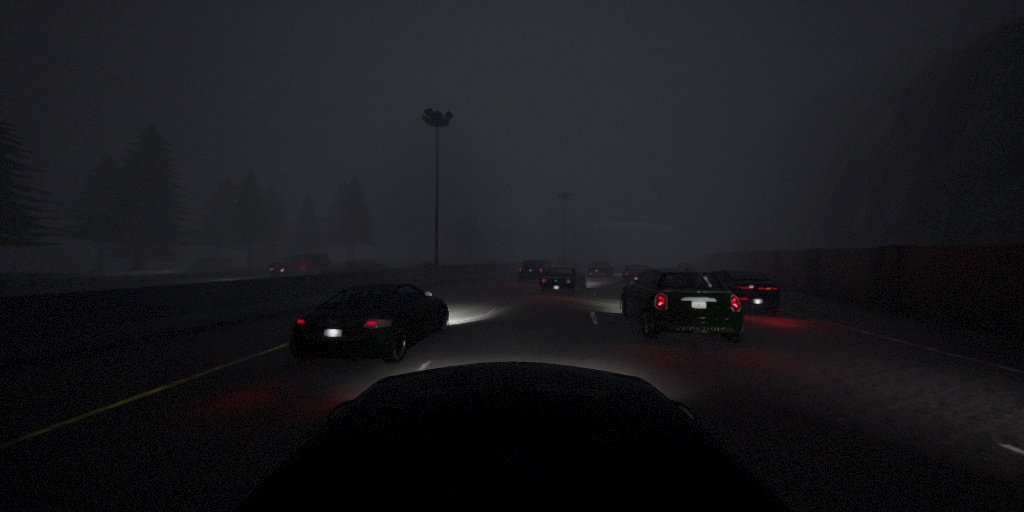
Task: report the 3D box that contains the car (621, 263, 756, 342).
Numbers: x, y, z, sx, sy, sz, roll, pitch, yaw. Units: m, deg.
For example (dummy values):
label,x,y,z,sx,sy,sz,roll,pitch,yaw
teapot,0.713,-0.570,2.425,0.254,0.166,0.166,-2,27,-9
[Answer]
label,x,y,z,sx,sy,sz,roll,pitch,yaw
car,4.442,1.100,10.091,2.097,1.767,4.553,0,0,8

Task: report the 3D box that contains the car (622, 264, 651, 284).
label,x,y,z,sx,sy,sz,roll,pitch,yaw
car,9.632,1.318,27.537,1.895,1.301,4.718,0,0,22

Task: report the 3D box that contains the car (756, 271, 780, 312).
label,x,y,z,sx,sy,sz,roll,pitch,yaw
car,8.829,1.267,14.462,1.837,1.490,4.892,0,0,13

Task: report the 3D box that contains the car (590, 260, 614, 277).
label,x,y,z,sx,sy,sz,roll,pitch,yaw
car,8.602,1.161,34.468,1.882,1.535,5.008,0,0,24

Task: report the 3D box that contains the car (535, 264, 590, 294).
label,x,y,z,sx,sy,sz,roll,pitch,yaw
car,2.981,1.300,20.230,1.895,1.301,4.718,0,0,19

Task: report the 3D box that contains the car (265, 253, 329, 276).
label,x,y,z,sx,sy,sz,roll,pitch,yaw
car,-18.842,0.726,32.099,2.150,2.045,5.566,0,0,20

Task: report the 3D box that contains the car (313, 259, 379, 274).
label,x,y,z,sx,sy,sz,roll,pitch,yaw
car,-12.825,1.126,28.009,1.994,1.385,4.181,0,0,19

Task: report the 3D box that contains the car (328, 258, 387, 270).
label,x,y,z,sx,sy,sz,roll,pitch,yaw
car,-14.320,1.076,34.157,2.033,1.411,5.357,0,0,22

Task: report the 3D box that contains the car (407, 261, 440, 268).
label,x,y,z,sx,sy,sz,roll,pitch,yaw
car,-7.653,1.147,31.935,1.994,1.385,4.181,0,0,22

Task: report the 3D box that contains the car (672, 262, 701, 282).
label,x,y,z,sx,sy,sz,roll,pitch,yaw
car,14.259,1.267,29.516,1.812,1.442,4.674,0,0,23

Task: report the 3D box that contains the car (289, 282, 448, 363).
label,x,y,z,sx,sy,sz,roll,pitch,yaw
car,-2.856,1.270,8.092,1.994,1.385,4.181,0,0,5

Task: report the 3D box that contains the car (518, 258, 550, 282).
label,x,y,z,sx,sy,sz,roll,pitch,yaw
car,2.057,1.019,27.264,2.097,1.767,4.553,0,0,21
